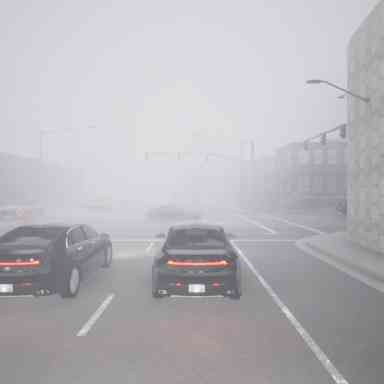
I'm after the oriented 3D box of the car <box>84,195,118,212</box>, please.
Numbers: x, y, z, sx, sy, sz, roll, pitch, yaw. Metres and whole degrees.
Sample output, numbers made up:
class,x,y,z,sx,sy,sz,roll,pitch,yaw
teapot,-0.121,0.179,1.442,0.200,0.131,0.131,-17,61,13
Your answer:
class,x,y,z,sx,sy,sz,roll,pitch,yaw
car,-10.483,1.352,38.575,2.097,1.767,4.553,0,0,0

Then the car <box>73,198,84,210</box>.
class,x,y,z,sx,sy,sz,roll,pitch,yaw
car,-13.968,1.505,43.672,1.837,1.490,4.892,0,0,0

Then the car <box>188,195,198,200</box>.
class,x,y,z,sx,sy,sz,roll,pitch,yaw
car,0.206,1.351,68.179,2.097,1.767,4.553,0,0,0

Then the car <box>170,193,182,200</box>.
class,x,y,z,sx,sy,sz,roll,pitch,yaw
car,-3.294,1.221,68.245,2.150,2.045,5.566,0,0,0

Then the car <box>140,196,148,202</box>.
class,x,y,z,sx,sy,sz,roll,pitch,yaw
car,-10.289,1.533,69.958,2.033,1.411,5.357,0,0,0

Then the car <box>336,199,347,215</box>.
class,x,y,z,sx,sy,sz,roll,pitch,yaw
car,14.904,0.764,27.510,5.566,2.045,2.150,-5,0,0

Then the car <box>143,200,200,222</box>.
class,x,y,z,sx,sy,sz,roll,pitch,yaw
car,-1.401,1.564,25.279,4.181,1.385,1.994,0,0,20

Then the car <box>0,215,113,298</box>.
class,x,y,z,sx,sy,sz,roll,pitch,yaw
car,-3.396,1.505,8.483,1.837,1.490,4.892,0,0,0

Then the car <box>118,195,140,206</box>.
class,x,y,z,sx,sy,sz,roll,pitch,yaw
car,-10.427,1.546,54.331,2.033,1.411,5.357,0,0,0

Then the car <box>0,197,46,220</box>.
class,x,y,z,sx,sy,sz,roll,pitch,yaw
car,-14.019,1.352,27.617,2.097,1.767,4.553,0,0,0

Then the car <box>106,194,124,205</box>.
class,x,y,z,sx,sy,sz,roll,pitch,yaw
car,-13.883,1.351,60.196,2.097,1.767,4.553,0,0,1

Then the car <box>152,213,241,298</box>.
class,x,y,z,sx,sy,sz,roll,pitch,yaw
car,0.104,1.505,8.467,1.837,1.490,4.892,0,0,0
